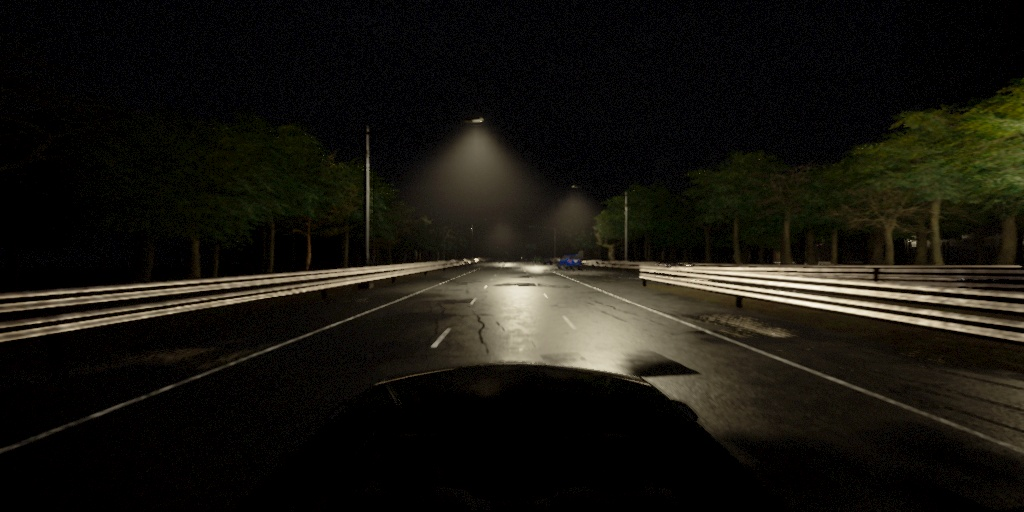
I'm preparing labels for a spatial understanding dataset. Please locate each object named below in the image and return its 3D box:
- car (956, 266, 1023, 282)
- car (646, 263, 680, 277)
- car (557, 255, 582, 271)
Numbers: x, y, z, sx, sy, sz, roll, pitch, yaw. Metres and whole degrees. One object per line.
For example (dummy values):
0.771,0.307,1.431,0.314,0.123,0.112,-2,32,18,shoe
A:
21.177,0.982,14.481,1.994,1.385,4.181,0,-1,-32,car
13.377,1.257,31.013,1.994,1.385,4.181,0,0,-22,car
8.174,0.867,51.285,2.150,2.045,5.566,0,0,-10,car
